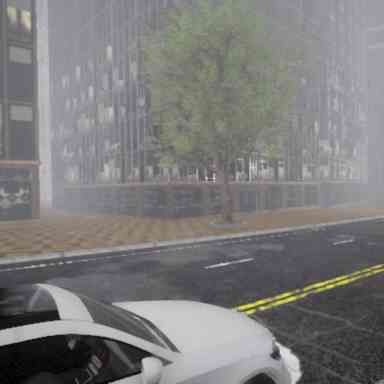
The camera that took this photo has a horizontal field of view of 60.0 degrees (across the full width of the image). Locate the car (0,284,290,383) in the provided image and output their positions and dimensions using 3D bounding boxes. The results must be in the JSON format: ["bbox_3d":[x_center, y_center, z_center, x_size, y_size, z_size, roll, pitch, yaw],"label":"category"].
[{"bbox_3d":[-1.238,1.531,2.631,4.674,1.442,1.812,0,0,-36],"label":"car"}]
